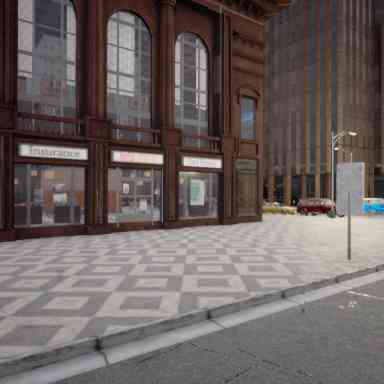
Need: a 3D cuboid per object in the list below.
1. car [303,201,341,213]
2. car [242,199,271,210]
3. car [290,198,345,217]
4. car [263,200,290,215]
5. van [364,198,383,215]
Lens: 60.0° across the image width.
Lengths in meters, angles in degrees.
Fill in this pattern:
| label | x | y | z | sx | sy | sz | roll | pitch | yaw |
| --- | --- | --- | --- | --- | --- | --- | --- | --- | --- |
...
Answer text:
| label | x | y | z | sx | sy | sz | roll | pitch | yaw |
| --- | --- | --- | --- | --- | --- | --- | --- | --- | --- |
| car | 16.397 | 1.897 | 42.176 | 1.802 | 1.307 | 4.206 | -1 | 0 | -35 |
| car | 9.913 | 1.891 | 51.369 | 1.967 | 1.590 | 4.097 | -1 | 0 | -35 |
| car | 12.672 | 1.522 | 32.661 | 2.192 | 1.841 | 5.009 | 0 | 0 | -35 |
| car | 9.532 | 1.798 | 37.118 | 1.752 | 1.417 | 4.829 | 0 | 0 | -35 |
| van | 19.635 | 1.588 | 37.581 | 1.690 | 1.788 | 3.998 | -1 | 0 | -35 |
